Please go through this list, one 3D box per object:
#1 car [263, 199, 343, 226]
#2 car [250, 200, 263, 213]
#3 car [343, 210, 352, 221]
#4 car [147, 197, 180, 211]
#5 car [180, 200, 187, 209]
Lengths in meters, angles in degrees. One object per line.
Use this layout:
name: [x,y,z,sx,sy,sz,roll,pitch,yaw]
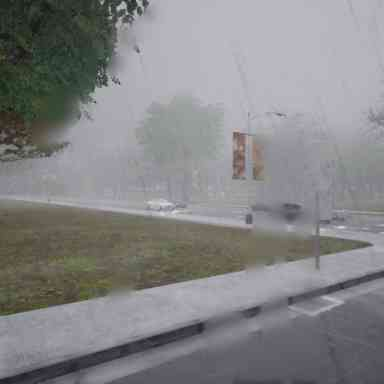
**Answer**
car: [7.670,1.492,23.574,1.837,1.490,4.892,0,1,-35]
car: [7.909,1.499,34.798,1.812,1.442,4.674,0,0,-36]
car: [9.898,1.585,26.047,1.895,1.301,4.718,0,0,-35]
car: [-3.766,1.501,39.637,1.812,1.442,4.674,0,0,-35]
car: [-2.523,1.475,43.515,1.837,1.490,4.892,0,0,-35]
